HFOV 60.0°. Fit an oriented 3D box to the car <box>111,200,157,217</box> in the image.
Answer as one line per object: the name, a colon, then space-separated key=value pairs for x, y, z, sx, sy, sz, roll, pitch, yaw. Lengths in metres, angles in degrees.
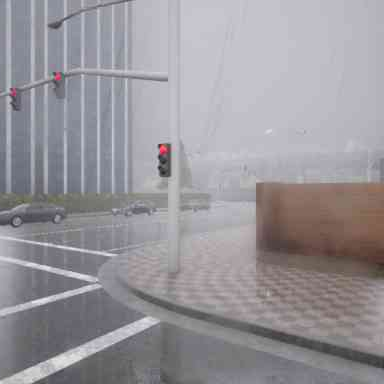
car: x=-5.357 y=1.491 z=30.992 sx=2.128 sy=1.511 sz=4.902 roll=0 pitch=0 yaw=35

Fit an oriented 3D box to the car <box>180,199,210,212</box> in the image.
car: x=0.415 y=1.564 z=39.099 sx=1.994 sy=1.385 sz=4.181 roll=0 pitch=0 yaw=35

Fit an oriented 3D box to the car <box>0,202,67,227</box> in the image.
car: x=-11.062 y=1.505 z=22.959 sx=1.837 sy=1.490 sz=4.892 roll=0 pitch=0 yaw=35
